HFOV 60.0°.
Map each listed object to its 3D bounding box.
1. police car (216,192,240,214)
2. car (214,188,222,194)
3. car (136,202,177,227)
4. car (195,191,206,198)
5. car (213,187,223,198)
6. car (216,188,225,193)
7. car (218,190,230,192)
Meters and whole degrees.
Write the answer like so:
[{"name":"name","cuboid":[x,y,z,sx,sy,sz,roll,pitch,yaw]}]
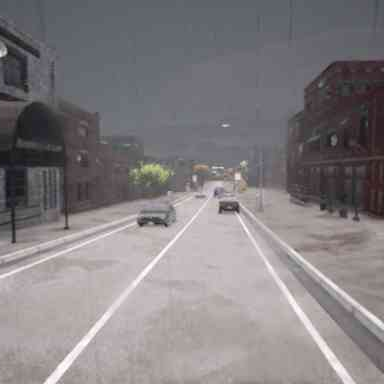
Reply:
[{"name":"police car","cuboid":[3.475,1.103,31.494,1.930,1.638,5.238,1,1,5]},{"name":"car","cuboid":[6.461,-0.308,81.970,1.812,1.442,4.674,1,2,5]},{"name":"car","cuboid":[-2.079,1.345,21.281,2.033,1.411,5.357,1,1,5]},{"name":"car","cuboid":[1.537,0.449,62.028,1.895,1.301,4.718,1,2,6]},{"name":"car","cuboid":[5.334,0.008,65.096,2.150,2.045,5.566,1,2,5]},{"name":"car","cuboid":[4.847,0.665,47.297,2.097,1.767,4.553,1,2,5]},{"name":"car","cuboid":[4.346,0.917,41.539,1.801,1.575,5.366,1,1,5]}]
